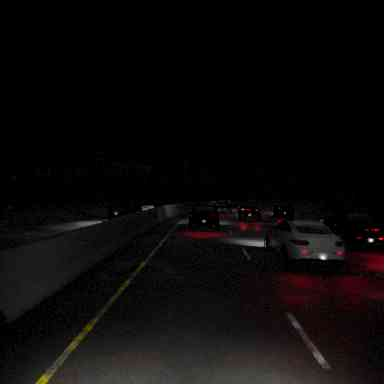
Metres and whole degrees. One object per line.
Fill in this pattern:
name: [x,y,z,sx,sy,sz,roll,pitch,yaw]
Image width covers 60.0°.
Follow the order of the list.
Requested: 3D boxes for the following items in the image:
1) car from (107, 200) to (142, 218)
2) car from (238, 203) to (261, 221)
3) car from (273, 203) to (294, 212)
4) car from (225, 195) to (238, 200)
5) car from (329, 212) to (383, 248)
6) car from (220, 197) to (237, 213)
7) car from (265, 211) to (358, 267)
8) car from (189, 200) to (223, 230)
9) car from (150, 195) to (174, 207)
car: [-5.734,1.461,28.860,2.128,1.511,4.902,1,0,7]
car: [5.188,1.736,30.213,2.128,1.511,4.902,1,0,8]
car: [9.518,1.853,34.677,2.128,1.511,4.902,1,0,11]
car: [7.779,1.683,68.758,2.150,2.045,5.566,1,0,30]
car: [7.566,1.765,16.297,1.837,1.490,4.892,1,0,2]
car: [3.953,1.744,41.442,2.128,1.511,4.902,1,0,15]
car: [3.906,1.674,12.002,1.812,1.442,4.674,1,0,2]
car: [0.867,1.588,22.257,1.882,1.535,5.008,1,0,4]
car: [-4.327,1.595,50.856,2.128,1.511,4.902,1,0,19]
